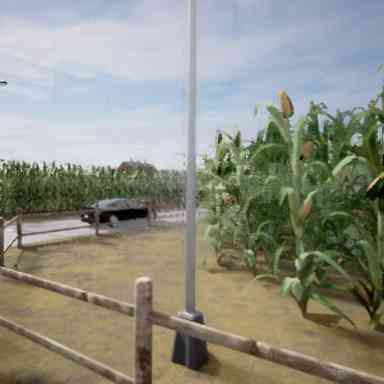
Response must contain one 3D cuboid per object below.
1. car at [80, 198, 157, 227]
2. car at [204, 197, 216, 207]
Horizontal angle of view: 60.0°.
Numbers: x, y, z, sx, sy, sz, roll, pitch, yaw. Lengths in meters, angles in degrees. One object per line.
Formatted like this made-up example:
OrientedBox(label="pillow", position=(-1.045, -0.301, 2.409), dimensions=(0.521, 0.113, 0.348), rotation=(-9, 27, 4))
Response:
OrientedBox(label="car", position=(-4.147, 1.110, 19.557), dimensions=(1.882, 1.535, 5.008), rotation=(1, 1, 35))
OrientedBox(label="car", position=(3.221, 1.014, 34.810), dimensions=(1.895, 1.301, 4.718), rotation=(1, 1, 36))
